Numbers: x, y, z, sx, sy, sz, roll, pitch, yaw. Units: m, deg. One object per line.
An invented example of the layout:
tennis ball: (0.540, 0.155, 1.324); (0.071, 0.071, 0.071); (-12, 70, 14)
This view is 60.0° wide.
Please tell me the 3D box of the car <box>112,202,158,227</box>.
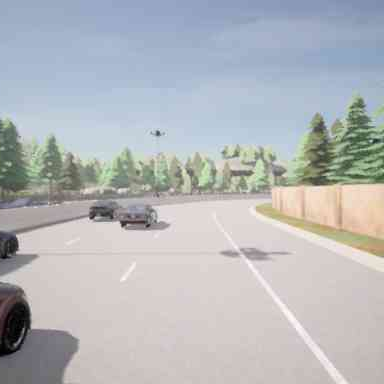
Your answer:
car: (-3.389, 1.458, 21.762); (2.033, 1.411, 5.357); (0, 0, 0)

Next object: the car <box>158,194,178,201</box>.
car: (-5.267, 1.239, 73.391); (2.033, 1.411, 5.357); (0, 0, 28)

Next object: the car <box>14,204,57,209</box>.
car: (-13.763, 1.476, 30.401); (1.895, 1.301, 4.718); (0, 0, 4)

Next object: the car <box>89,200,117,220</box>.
car: (-6.757, 1.395, 26.750); (1.837, 1.490, 4.892); (0, 0, 2)

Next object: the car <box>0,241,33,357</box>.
car: (-3.413, 1.551, 3.363); (1.994, 1.385, 4.181); (0, 0, 0)

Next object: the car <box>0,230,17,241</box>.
car: (-6.903, 1.524, 9.672); (1.994, 1.385, 4.181); (0, 0, 0)

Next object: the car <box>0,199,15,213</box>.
car: (-20.486, 1.462, 33.973); (1.895, 1.301, 4.718); (0, 0, 5)
